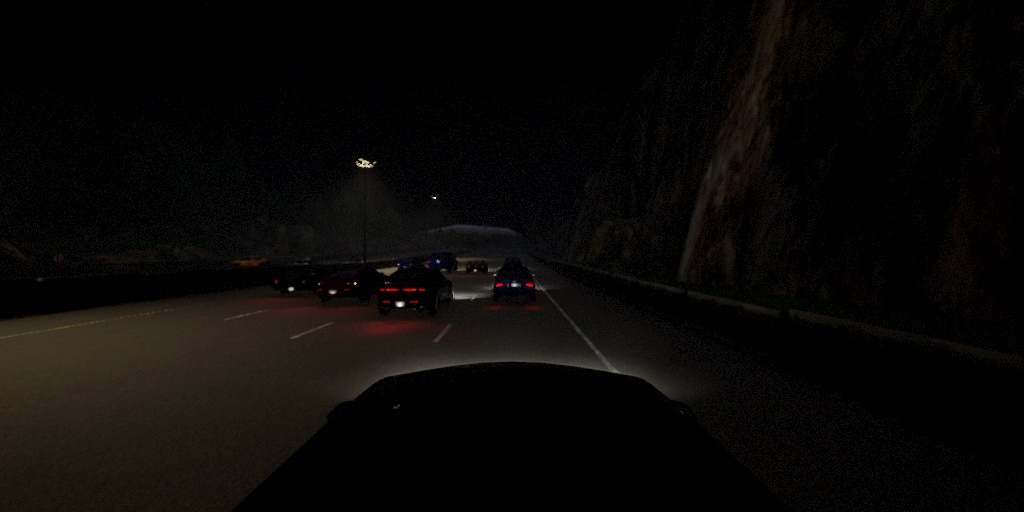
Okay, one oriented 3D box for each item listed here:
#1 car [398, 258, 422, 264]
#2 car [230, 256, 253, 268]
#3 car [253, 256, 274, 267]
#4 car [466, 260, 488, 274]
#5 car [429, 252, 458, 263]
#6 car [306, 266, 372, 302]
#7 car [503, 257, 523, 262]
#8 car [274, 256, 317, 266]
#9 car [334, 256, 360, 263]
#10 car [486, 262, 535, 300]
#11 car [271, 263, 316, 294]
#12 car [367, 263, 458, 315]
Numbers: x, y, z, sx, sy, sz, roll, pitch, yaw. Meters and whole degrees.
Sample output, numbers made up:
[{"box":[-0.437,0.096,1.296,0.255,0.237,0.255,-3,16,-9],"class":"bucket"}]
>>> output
[{"box":[-10.401,0.914,36.845,1.812,1.442,4.674,0,1,0],"class":"car"},{"box":[-31.587,0.749,43.335,1.882,1.535,5.008,0,1,0],"class":"car"},{"box":[-28.094,0.820,43.314,2.033,1.411,5.357,0,1,0],"class":"car"},{"box":[-3.401,1.010,35.590,1.895,1.301,4.718,0,1,0],"class":"car"},{"box":[-6.901,0.619,36.248,2.150,2.045,5.566,0,1,0],"class":"car"},{"box":[-6.914,1.181,16.116,1.812,1.442,4.674,0,1,0],"class":"car"},{"box":[0.099,0.864,36.943,1.882,1.535,5.008,0,1,0],"class":"car"},{"box":[-24.592,0.796,41.564,2.128,1.511,4.902,0,1,0],"class":"car"},{"box":[-21.084,0.747,45.906,1.812,1.442,4.674,0,1,0],"class":"car"},{"box":[0.100,1.196,16.841,2.033,1.411,5.357,0,1,0],"class":"car"},{"box":[-10.400,1.228,19.102,1.895,1.301,4.718,0,1,0],"class":"car"},{"box":[-3.400,1.186,13.307,1.837,1.490,4.892,0,1,0],"class":"car"}]
